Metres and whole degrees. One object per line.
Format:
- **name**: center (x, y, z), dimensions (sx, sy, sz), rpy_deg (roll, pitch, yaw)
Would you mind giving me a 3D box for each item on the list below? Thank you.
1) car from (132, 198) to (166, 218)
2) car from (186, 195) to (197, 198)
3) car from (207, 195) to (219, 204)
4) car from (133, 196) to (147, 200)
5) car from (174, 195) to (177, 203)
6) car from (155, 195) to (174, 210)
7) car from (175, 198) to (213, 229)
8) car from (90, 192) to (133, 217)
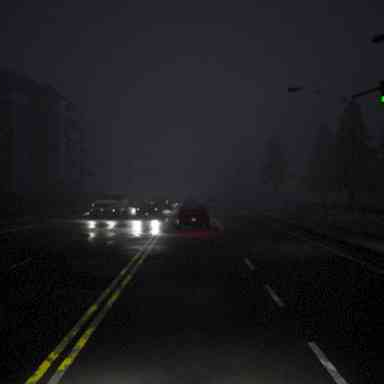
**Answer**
- **car**: center (-3.607, 1.448, 28.849), dimensions (1.895, 1.301, 4.718), rpy_deg (0, 0, 0)
- **car**: center (-0.030, 1.178, 56.601), dimensions (1.882, 1.535, 5.008), rpy_deg (0, 0, 0)
- **car**: center (3.470, 1.192, 56.603), dimensions (2.128, 1.511, 4.902), rpy_deg (0, 0, 0)
- **car**: center (-7.088, 1.252, 45.354), dimensions (2.128, 1.511, 4.902), rpy_deg (0, 0, 0)
- **car**: center (-3.530, 1.246, 56.770), dimensions (1.812, 1.442, 4.674), rpy_deg (0, 0, 0)
- **car**: center (-3.606, 1.146, 39.281), dimensions (2.097, 1.767, 4.553), rpy_deg (0, 0, 0)
- **car**: center (0.089, 1.366, 20.888), dimensions (1.882, 1.535, 5.008), rpy_deg (0, 0, 0)
- **car**: center (-7.168, 1.066, 29.499), dimensions (2.150, 2.045, 5.566), rpy_deg (0, 0, 2)
